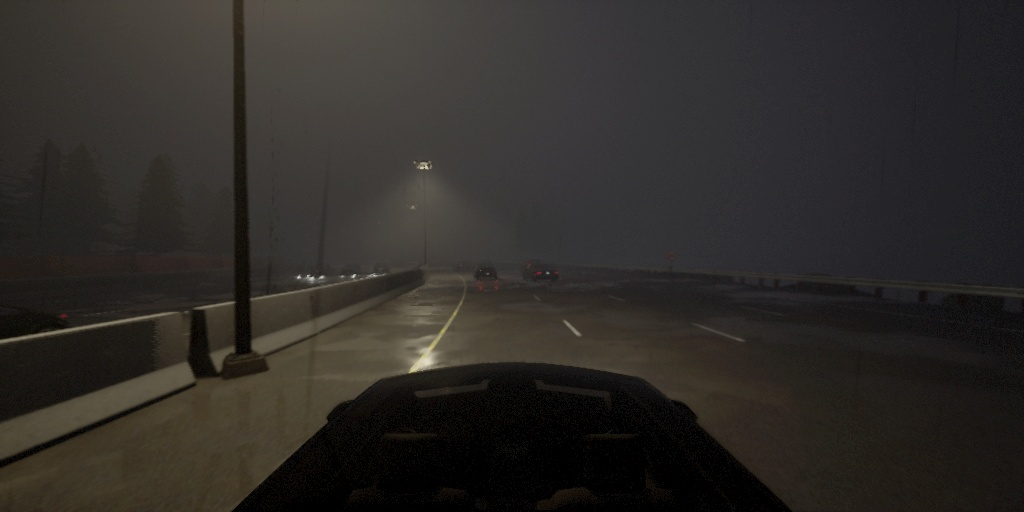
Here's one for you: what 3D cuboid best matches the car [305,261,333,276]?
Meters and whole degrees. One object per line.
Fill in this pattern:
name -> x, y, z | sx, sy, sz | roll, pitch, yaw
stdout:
car -> -23.665, 1.617, 44.744 | 2.128, 1.511, 4.902 | -1, 0, -16

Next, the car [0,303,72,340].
car -> -10.687, 1.479, 6.151 | 1.994, 1.385, 4.181 | -1, 0, -2

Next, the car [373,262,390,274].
car -> -17.067, 1.517, 47.106 | 2.128, 1.511, 4.902 | -1, 0, -16

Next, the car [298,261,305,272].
car -> -29.579, 1.463, 51.905 | 2.128, 1.511, 4.902 | -1, 0, -20

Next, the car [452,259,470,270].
car -> -7.912, 1.437, 55.509 | 2.033, 1.411, 5.357 | -1, 0, -21

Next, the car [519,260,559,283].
car -> 2.100, 1.275, 28.252 | 2.033, 1.411, 5.357 | -1, 0, -11

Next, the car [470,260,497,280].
car -> -2.502, 1.325, 32.565 | 1.812, 1.442, 4.674 | 0, 0, -11

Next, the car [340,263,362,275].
car -> -20.008, 1.618, 44.851 | 2.033, 1.411, 5.357 | -1, 0, -15

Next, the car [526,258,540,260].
car -> 2.312, 1.082, 42.998 | 2.097, 1.767, 4.553 | -1, 0, -14
